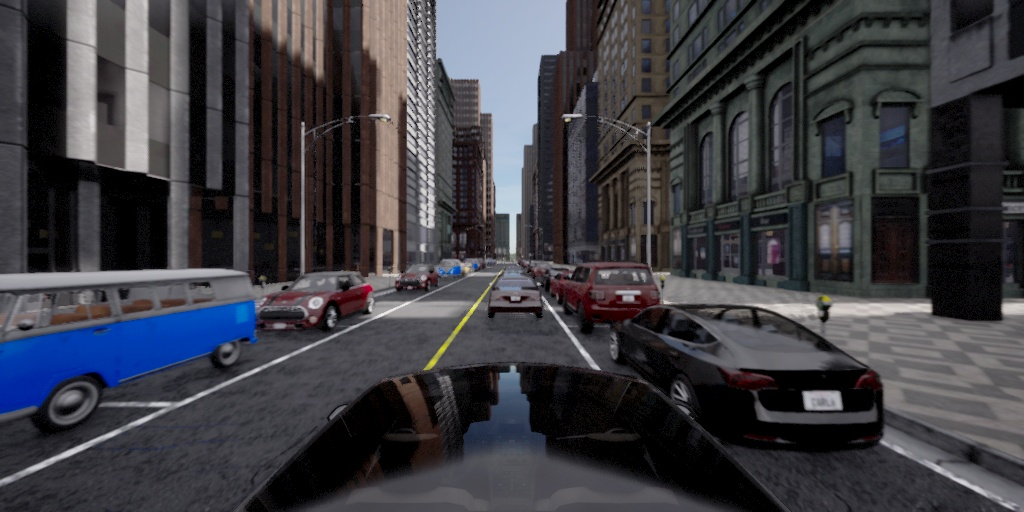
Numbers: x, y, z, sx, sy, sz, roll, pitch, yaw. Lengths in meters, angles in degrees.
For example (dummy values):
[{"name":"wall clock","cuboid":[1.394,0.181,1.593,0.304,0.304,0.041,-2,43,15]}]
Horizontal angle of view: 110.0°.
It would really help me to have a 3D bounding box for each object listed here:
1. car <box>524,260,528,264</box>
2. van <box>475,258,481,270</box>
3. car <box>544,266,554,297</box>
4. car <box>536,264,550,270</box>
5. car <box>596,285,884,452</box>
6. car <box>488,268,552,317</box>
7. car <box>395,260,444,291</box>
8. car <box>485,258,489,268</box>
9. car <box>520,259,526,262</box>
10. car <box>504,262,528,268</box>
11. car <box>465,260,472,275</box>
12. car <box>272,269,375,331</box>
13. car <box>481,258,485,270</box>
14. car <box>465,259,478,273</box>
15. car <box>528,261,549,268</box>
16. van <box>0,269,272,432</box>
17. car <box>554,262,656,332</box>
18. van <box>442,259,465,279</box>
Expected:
[{"name":"car","cuboid":[2.774,1.466,44.717,1.948,1.339,4.313,0,0,0]},{"name":"van","cuboid":[-5.750,1.262,50.349,1.690,1.789,3.998,0,0,0]},{"name":"car","cuboid":[2.767,1.346,16.536,1.888,1.381,4.507,0,0,0]},{"name":"car","cuboid":[2.768,1.386,22.173,1.948,1.339,4.313,0,0,0]},{"name":"car","cuboid":[2.764,1.328,5.264,1.948,1.339,4.313,0,0,0]},{"name":"car","cuboid":[0.104,1.337,13.321,2.033,1.411,5.357,0,0,0]},{"name":"car","cuboid":[-5.757,1.260,22.167,1.967,1.591,4.097,0,0,0]},{"name":"car","cuboid":[-5.747,1.280,61.622,2.192,1.841,5.009,0,0,0]},{"name":"car","cuboid":[2.778,1.548,61.626,1.802,1.307,4.207,0,0,0]},{"name":"car","cuboid":[0.108,1.452,31.302,1.895,1.301,4.718,0,0,0]},{"name":"car","cuboid":[-5.753,1.405,38.906,1.751,1.417,4.829,0,0,0]},{"name":"car","cuboid":[-5.760,1.221,10.893,1.967,1.591,4.097,0,0,0]},{"name":"car","cuboid":[-5.748,1.383,55.985,1.967,1.591,4.097,0,0,0]},{"name":"car","cuboid":[-5.751,1.451,44.712,2.007,1.370,4.403,0,0,0]},{"name":"car","cuboid":[2.771,1.299,33.444,1.967,1.591,4.097,0,0,0]},{"name":"van","cuboid":[-5.761,1.103,5.256,1.690,1.789,3.998,0,0,0]},{"name":"car","cuboid":[2.765,1.096,10.900,2.192,1.841,5.009,0,0,0]},{"name":"van","cuboid":[-5.754,1.200,33.439,1.690,1.789,3.998,0,0,0]}]
